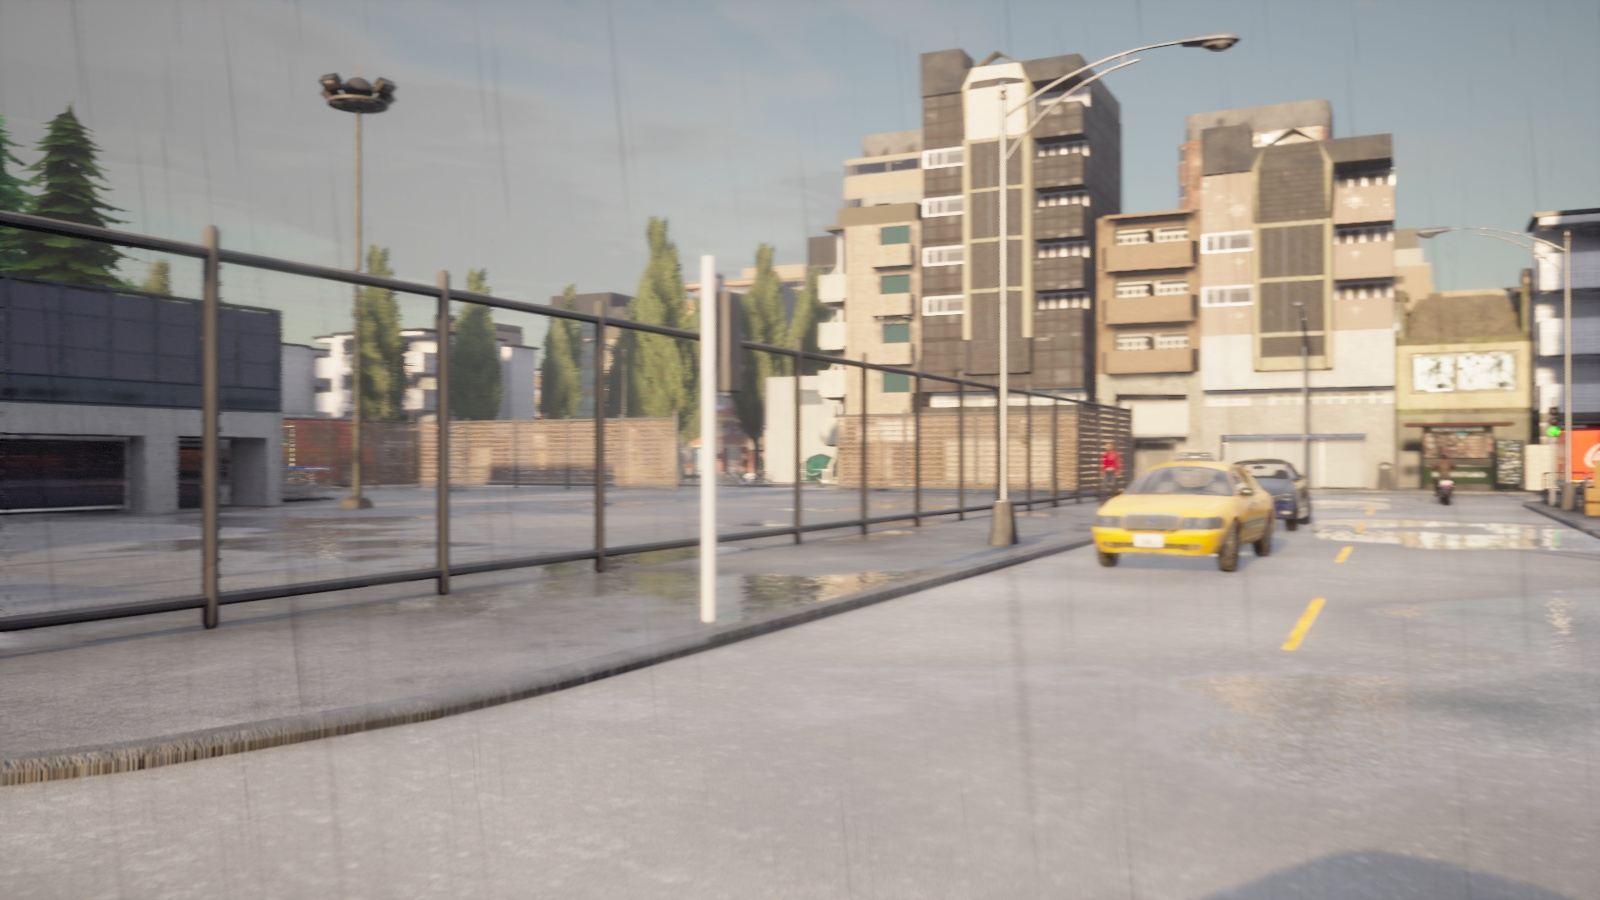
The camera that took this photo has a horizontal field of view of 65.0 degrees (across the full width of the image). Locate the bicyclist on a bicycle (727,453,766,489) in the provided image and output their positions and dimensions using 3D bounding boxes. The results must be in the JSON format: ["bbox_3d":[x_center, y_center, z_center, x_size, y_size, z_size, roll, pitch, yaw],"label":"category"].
[{"bbox_3d":[-2.714,1.049,63.526,1.843,1.776,0.659,0,0,26],"label":"bicyclist on a bicycle"}]

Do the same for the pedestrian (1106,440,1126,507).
[{"bbox_3d":[8.782,0.639,34.926,0.331,1.846,0.636,-1,0,34],"label":"pedestrian"}]

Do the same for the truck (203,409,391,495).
[{"bbox_3d":[-23.965,0.108,60.358,2.891,3.827,8.468,-1,0,28],"label":"truck"}]

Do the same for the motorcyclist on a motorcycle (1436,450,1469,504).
[{"bbox_3d":[20.518,0.846,39.513,0.766,1.649,2.350,-1,-1,24],"label":"motorcyclist on a motorcycle"}]

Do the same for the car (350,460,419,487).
[{"bbox_3d":[-24.464,1.369,73.861,1.837,1.490,4.892,1,-1,-45],"label":"car"}]

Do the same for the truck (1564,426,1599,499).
[{"bbox_3d":[29.067,0.383,42.470,5.204,2.467,2.627,-1,0,23],"label":"truck"}]

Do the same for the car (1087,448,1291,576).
[{"bbox_3d":[5.804,0.775,18.231,1.801,1.575,5.366,-1,0,29],"label":"car"}]

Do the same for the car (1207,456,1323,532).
[{"bbox_3d":[10.043,0.884,26.967,1.816,1.474,4.193,-1,0,27],"label":"car"}]
